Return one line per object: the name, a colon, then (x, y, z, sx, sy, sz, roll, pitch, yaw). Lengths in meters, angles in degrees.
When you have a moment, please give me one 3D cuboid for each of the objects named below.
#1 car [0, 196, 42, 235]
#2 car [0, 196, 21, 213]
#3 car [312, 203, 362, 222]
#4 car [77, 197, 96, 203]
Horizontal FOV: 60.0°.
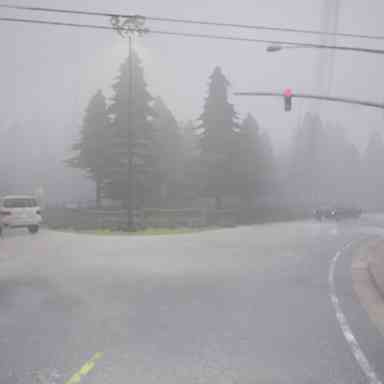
car: (-10.498, 1.228, 18.714, 5.566, 2.045, 2.150, 0, 0, 42)
car: (-21.188, 1.339, 36.646, 2.097, 1.767, 4.553, 0, 0, 3)
car: (11.387, 1.571, 26.018, 4.718, 1.301, 1.895, 0, 0, -40)
car: (-15.908, 1.462, 51.460, 2.128, 1.511, 4.902, 0, 0, 13)
